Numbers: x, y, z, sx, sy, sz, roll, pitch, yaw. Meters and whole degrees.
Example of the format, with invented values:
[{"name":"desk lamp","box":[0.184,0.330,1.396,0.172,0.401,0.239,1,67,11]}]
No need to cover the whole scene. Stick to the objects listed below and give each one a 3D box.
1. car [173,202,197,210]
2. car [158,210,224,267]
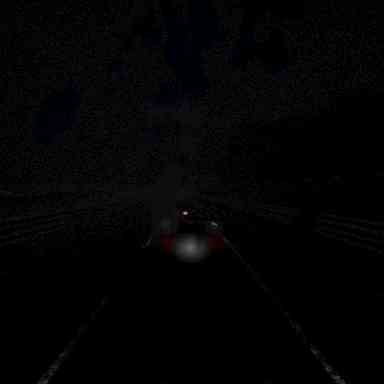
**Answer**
[{"name":"car","box":[-0.591,1.516,26.639,1.994,1.385,4.181,0,0,-3]},{"name":"car","box":[-0.059,1.546,11.377,1.994,1.385,4.181,0,0,-1]}]
